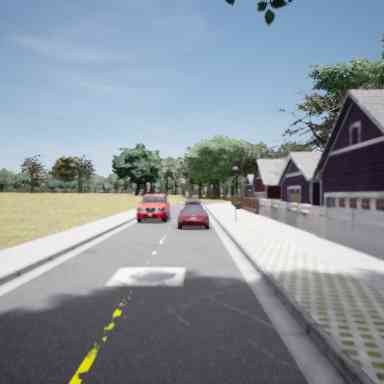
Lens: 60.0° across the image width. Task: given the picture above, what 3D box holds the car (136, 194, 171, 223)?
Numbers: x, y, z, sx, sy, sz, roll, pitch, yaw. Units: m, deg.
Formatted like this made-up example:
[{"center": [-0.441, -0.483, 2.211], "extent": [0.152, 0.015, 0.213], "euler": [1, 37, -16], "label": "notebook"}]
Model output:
[{"center": [-2.844, 1.193, 25.483], "extent": [2.150, 2.045, 5.566], "euler": [0, 0, 0], "label": "car"}]

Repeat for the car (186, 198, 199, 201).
[{"center": [0.083, 1.444, 39.656], "extent": [1.837, 1.490, 4.892], "euler": [0, 0, 0], "label": "car"}]

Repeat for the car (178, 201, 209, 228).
[{"center": [0.094, 1.544, 21.850], "extent": [1.994, 1.385, 4.181], "euler": [0, 0, 0], "label": "car"}]
